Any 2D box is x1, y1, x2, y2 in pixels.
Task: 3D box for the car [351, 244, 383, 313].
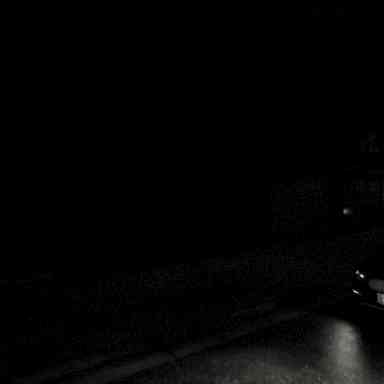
[{"bbox_3d":[5.177,1.492,6.803,4.902,1.511,2.128,0,0,-36],"label":"car"}]
